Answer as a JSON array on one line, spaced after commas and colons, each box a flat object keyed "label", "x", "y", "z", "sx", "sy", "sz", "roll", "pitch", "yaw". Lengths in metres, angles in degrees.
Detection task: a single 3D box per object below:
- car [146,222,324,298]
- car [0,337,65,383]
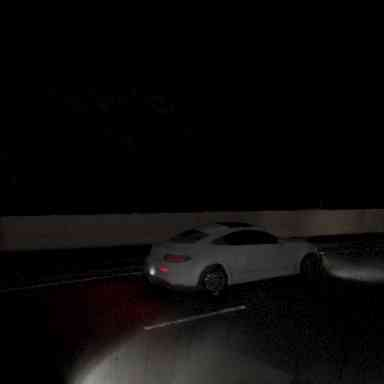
[{"label": "car", "x": 1.173, "y": 1.491, "z": 8.307, "sx": 4.674, "sy": 1.442, "sz": 1.812, "roll": 0, "pitch": 0, "yaw": -28}, {"label": "car", "x": -3.228, "y": 1.526, "z": 1.297, "sx": 5.357, "sy": 1.411, "sz": 2.033, "roll": 0, "pitch": 0, "yaw": -37}]
